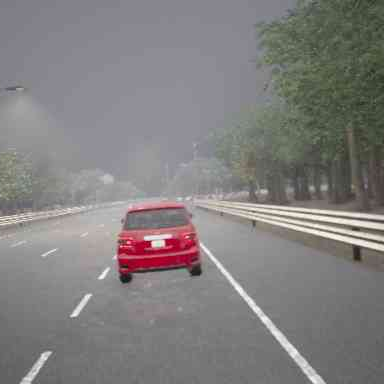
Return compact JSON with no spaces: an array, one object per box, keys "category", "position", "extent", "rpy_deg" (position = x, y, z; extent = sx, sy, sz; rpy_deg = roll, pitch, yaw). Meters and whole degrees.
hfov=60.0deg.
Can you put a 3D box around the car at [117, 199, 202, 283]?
[{"category":"car","position":[-1.048,1.352,10.573],"extent":[2.150,2.045,5.566],"rpy_deg":[-4,0,-5]}]

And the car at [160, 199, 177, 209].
[{"category":"car","position":[-4.279,2.119,60.760],"extent":[2.128,1.511,4.902],"rpy_deg":[-5,0,5]}]

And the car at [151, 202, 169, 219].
[{"category":"car","position":[-3.499,1.979,36.540],"extent":[1.812,1.442,4.674],"rpy_deg":[-4,0,-5]}]
